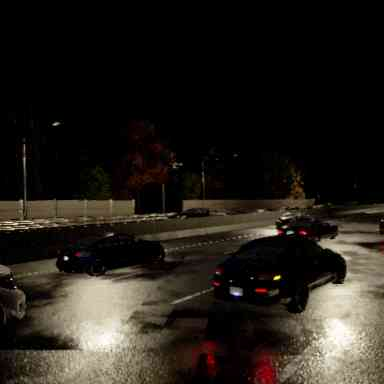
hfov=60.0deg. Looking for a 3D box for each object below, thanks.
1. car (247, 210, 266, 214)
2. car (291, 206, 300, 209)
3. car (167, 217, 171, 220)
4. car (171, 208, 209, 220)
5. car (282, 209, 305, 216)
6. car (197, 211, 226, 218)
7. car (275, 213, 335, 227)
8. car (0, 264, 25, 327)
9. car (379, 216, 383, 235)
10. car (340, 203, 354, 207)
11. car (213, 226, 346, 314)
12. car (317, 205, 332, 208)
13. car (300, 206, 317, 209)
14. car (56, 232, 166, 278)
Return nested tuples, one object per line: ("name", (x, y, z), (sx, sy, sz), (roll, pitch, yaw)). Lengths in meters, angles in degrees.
("car", (8.375, 3.104, 43.050), (2.128, 1.511, 4.902), (-4, -3, 40))
("car", (25.023, 4.142, 79.089), (2.033, 1.411, 5.357), (-4, -3, 40))
("car", (-1.601, 3.689, 47.457), (1.812, 1.442, 4.674), (-4, -3, 40))
("car", (0.207, 3.174, 44.221), (2.150, 2.045, 5.566), (-4, -3, 40))
("car", (8.354, 2.372, 26.416), (2.128, 1.511, 4.902), (-4, -3, 40))
("car", (3.135, 3.365, 42.238), (1.895, 1.301, 4.718), (-4, -3, 40))
("car", (6.698, 2.160, 19.001), (2.033, 1.411, 5.357), (-4, -3, 40))
("car", (-5.415, 1.635, 4.569), (2.150, 2.045, 5.566), (-4, -3, 40))
("car", (13.752, 1.996, 21.976), (1.837, 1.490, 4.892), (-4, -3, 40))
("car", (34.465, 3.076, 74.077), (2.097, 1.767, 4.553), (-4, -3, 40))
("car", (2.356, 1.828, 8.380), (1.812, 1.442, 4.674), (-4, -3, 40))
("car", (30.381, 3.737, 74.603), (1.812, 1.442, 4.674), (-4, -3, 40))
("car", (27.702, 3.947, 76.846), (2.033, 1.411, 5.357), (-4, -3, 40))
("car", (-2.991, 2.255, 12.878), (1.994, 1.385, 4.181), (-4, -3, 40))
